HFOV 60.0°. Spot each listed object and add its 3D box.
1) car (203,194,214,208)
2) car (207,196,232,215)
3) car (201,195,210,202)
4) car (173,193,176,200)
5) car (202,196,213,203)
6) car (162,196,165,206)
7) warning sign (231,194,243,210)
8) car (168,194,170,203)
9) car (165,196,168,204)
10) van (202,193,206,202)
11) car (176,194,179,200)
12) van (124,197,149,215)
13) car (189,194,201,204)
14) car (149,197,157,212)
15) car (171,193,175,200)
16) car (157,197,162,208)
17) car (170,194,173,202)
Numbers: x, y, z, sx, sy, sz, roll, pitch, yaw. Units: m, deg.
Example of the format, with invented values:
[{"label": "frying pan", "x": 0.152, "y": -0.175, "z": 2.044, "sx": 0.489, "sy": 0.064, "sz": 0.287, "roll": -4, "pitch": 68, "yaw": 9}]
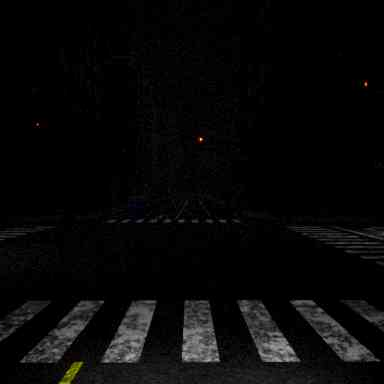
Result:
[{"label": "car", "x": 2.906, "y": 1.443, "z": 44.749, "sx": 1.967, "sy": 1.590, "sz": 4.097, "roll": 0, "pitch": 0, "yaw": 0}, {"label": "car", "x": 2.845, "y": 1.442, "z": 33.411, "sx": 1.967, "sy": 1.590, "sz": 4.097, "roll": 0, "pitch": 0, "yaw": 0}, {"label": "car", "x": 3.091, "y": 1.437, "z": 78.765, "sx": 1.967, "sy": 1.590, "sz": 4.097, "roll": 0, "pitch": 0, "yaw": 0}, {"label": "car", "x": -5.435, "y": 1.522, "z": 78.631, "sx": 1.752, "sy": 1.417, "sz": 4.829, "roll": 0, "pitch": 0, "yaw": 0}, {"label": "car", "x": 3.030, "y": 1.552, "z": 67.427, "sx": 2.008, "sy": 1.369, "sz": 4.403, "roll": 0, "pitch": 0, "yaw": 0}, {"label": "car", "x": -5.589, "y": 1.585, "z": 50.460, "sx": 1.802, "sy": 1.307, "sz": 4.206, "roll": 0, "pitch": 0, "yaw": 0}, {"label": "warning sign", "x": 5.278, "y": 1.118, "z": 39.392, "sx": 1.300, "sy": 1.860, "sz": 1.060, "roll": 0, "pitch": 0, "yaw": 0}, {"label": "car", "x": -5.528, "y": 1.527, "z": 61.627, "sx": 1.752, "sy": 1.417, "sz": 4.829, "roll": 0, "pitch": 0, "yaw": 0}, {"label": "car", "x": -5.558, "y": 1.569, "z": 56.129, "sx": 1.947, "sy": 1.339, "sz": 4.313, "roll": 0, "pitch": 0, "yaw": 0}, {"label": "van", "x": 2.968, "y": 1.344, "z": 56.088, "sx": 1.690, "sy": 1.788, "sz": 3.998, "roll": 0, "pitch": 0, "yaw": 0}, {"label": "car", "x": -5.373, "y": 1.307, "z": 90.138, "sx": 2.192, "sy": 1.841, "sz": 5.009, "roll": 0, "pitch": 0, "yaw": 0}, {"label": "van", "x": -5.681, "y": 1.343, "z": 33.456, "sx": 1.690, "sy": 1.788, "sz": 3.998, "roll": 0, "pitch": 0, "yaw": 0}, {"label": "car", "x": 0.344, "y": 1.566, "z": 63.785, "sx": 1.994, "sy": 1.385, "sz": 4.181, "roll": 0, "pitch": 0, "yaw": 0}, {"label": "car", "x": -5.650, "y": 1.443, "z": 39.124, "sx": 1.967, "sy": 1.590, "sz": 4.097, "roll": 0, "pitch": 0, "yaw": 0}, {"label": "car", "x": -5.465, "y": 1.544, "z": 73.133, "sx": 1.887, "sy": 1.381, "sz": 4.507, "roll": 0, "pitch": 0, "yaw": 0}, {"label": "car", "x": -5.619, "y": 1.569, "z": 44.792, "sx": 1.947, "sy": 1.339, "sz": 4.313, "roll": 0, "pitch": 0, "yaw": 0}, {"label": "car", "x": -5.496, "y": 1.567, "z": 67.465, "sx": 1.947, "sy": 1.339, "sz": 4.313, "roll": 0, "pitch": 0, "yaw": 0}]
